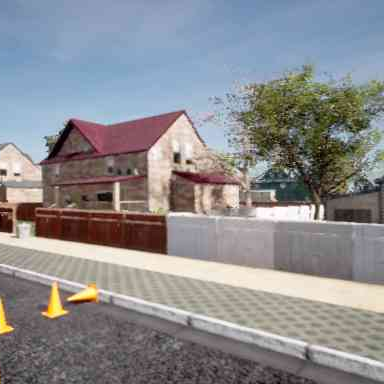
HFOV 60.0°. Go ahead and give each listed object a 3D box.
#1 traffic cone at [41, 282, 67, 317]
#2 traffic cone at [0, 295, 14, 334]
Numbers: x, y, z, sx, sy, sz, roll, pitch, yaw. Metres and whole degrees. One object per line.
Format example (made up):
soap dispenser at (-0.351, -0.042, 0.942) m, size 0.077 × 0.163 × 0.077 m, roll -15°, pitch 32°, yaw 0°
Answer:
traffic cone at (-2.597, 1.997, 6.287) m, size 0.340 × 0.580 × 0.340 m, roll 0°, pitch 0°, yaw 36°
traffic cone at (-3.183, 1.991, 5.477) m, size 0.340 × 0.580 × 0.340 m, roll 0°, pitch 0°, yaw 36°
